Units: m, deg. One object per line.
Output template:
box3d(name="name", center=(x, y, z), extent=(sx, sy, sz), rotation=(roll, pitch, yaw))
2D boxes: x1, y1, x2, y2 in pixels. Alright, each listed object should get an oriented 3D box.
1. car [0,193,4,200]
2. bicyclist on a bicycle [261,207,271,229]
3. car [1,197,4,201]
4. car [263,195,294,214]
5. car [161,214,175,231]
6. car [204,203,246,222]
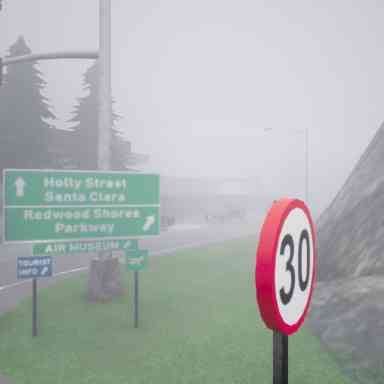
box3d(name="car", center=(-38.345, 1.489, 70.143), extent=(4.514, 1.523, 2.007), rotation=(0, 0, 35))
box3d(name="bicyclist on a bicycle", center=(4.641, 1.643, 18.728), extent=(1.656, 1.620, 0.582), rotation=(0, 0, 36))
box3d(name="car", center=(-12.297, 1.505, 26.109), extent=(1.905, 1.878, 3.866), rotation=(0, 0, 35))
box3d(name="car", center=(10.219, 1.413, 38.323), extent=(2.150, 2.045, 5.566), rotation=(0, 0, 36))
box3d(name="car", center=(-3.176, 1.792, 20.067), extent=(1.895, 1.301, 4.718), rotation=(0, 0, 36))
box3d(name="car", center=(2.871, 1.683, 28.321), extent=(2.128, 1.511, 4.902), rotation=(0, 0, 36))
